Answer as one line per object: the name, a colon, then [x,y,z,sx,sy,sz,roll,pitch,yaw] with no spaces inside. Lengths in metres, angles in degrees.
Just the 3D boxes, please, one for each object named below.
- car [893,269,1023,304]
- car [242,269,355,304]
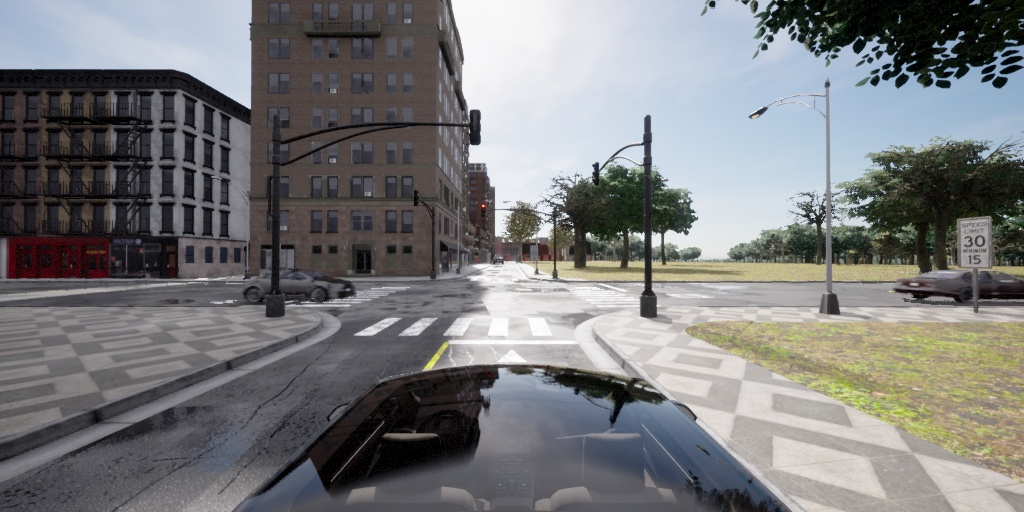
car: [19.840,1.273,15.464,5.357,1.411,2.033,0,-1,0]
car: [-9.059,1.270,15.444,4.181,1.385,1.994,0,-1,0]
